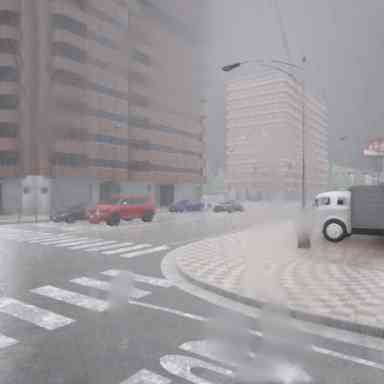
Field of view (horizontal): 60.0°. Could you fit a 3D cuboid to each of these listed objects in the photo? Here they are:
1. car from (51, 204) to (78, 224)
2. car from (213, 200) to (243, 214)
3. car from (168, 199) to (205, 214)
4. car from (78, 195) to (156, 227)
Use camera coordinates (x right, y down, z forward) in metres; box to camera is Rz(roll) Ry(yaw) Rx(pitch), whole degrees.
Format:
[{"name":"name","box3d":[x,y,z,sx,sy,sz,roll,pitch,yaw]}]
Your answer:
[{"name":"car","box3d":[-8.396,1.581,25.456,1.812,1.442,4.674,0,0,36]},{"name":"car","box3d":[4.034,1.619,36.848,1.994,1.385,4.181,0,0,36]},{"name":"car","box3d":[-0.545,1.533,36.465,1.882,1.535,5.008,0,1,36]},{"name":"car","box3d":[-5.017,1.273,24.140,2.150,2.045,5.566,0,0,35]}]
